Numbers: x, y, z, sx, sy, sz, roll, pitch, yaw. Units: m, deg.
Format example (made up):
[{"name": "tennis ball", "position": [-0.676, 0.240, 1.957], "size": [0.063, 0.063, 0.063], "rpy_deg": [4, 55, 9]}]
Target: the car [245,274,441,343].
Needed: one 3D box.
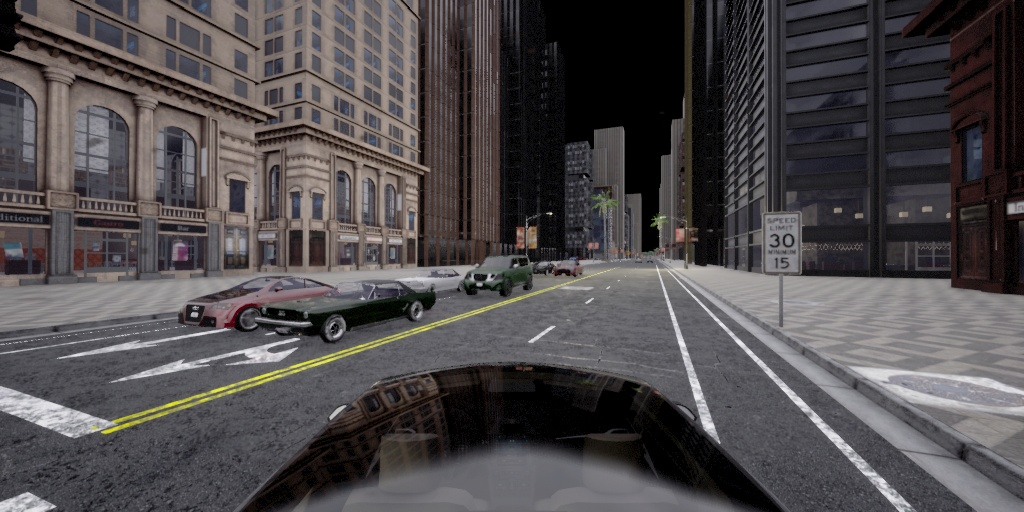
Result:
[{"name": "car", "position": [-4.246, 1.352, 10.012], "size": [1.895, 1.301, 4.718], "rpy_deg": [0, 0, 24]}]

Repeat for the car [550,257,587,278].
[{"name": "car", "position": [5.509, 1.121, 34.649], "size": [2.097, 1.767, 4.553], "rpy_deg": [0, 0, 22]}]

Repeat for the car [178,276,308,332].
[{"name": "car", "position": [-7.352, 1.315, 10.985], "size": [1.994, 1.385, 4.181], "rpy_deg": [0, 0, 22]}]

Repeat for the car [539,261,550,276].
[{"name": "car", "position": [3.305, 1.250, 37.879], "size": [1.882, 1.535, 5.008], "rpy_deg": [0, 0, 22]}]

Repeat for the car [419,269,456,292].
[{"name": "car", "position": [-4.139, 1.356, 19.136], "size": [1.895, 1.301, 4.718], "rpy_deg": [0, 0, 22]}]

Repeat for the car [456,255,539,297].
[{"name": "car", "position": [-0.527, 0.974, 19.419], "size": [2.150, 2.045, 5.566], "rpy_deg": [0, 0, 21]}]
